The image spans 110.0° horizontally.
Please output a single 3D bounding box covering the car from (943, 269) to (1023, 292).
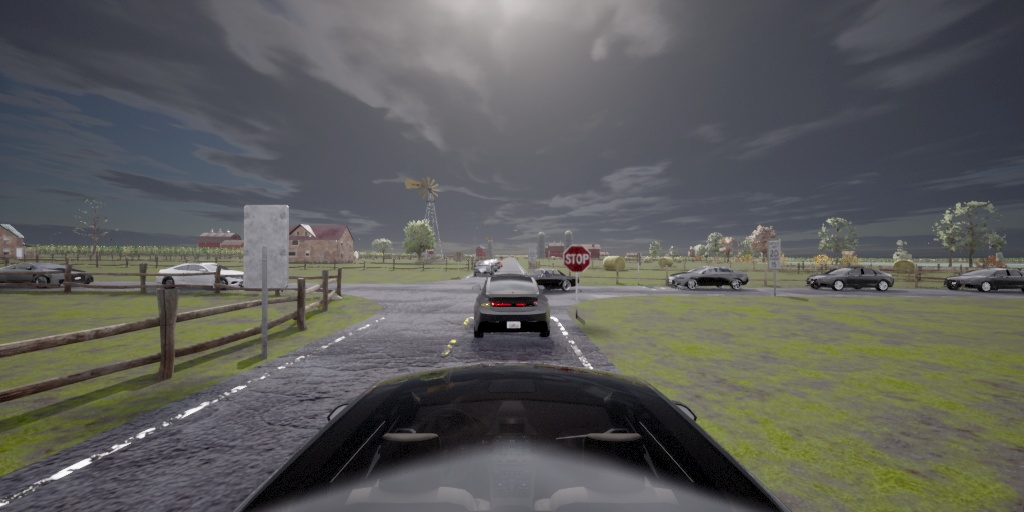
[{"bbox_3d":[31.712,1.587,23.791,4.892,1.490,1.837,1,-1,-1],"label":"car"}]

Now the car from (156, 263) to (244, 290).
[{"bbox_3d":[-17.236,1.103,20.204,4.674,1.442,1.812,1,-1,-1],"label":"car"}]

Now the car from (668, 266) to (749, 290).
[{"bbox_3d":[12.808,1.397,23.508,4.902,1.511,2.128,1,-1,-2],"label":"car"}]

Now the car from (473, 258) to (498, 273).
[{"bbox_3d":[-2.843,1.243,36.927,2.128,1.511,4.902,0,0,0],"label":"car"}]

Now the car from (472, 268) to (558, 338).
[{"bbox_3d":[-0.070,1.256,10.239,1.837,1.490,4.892,0,0,-3],"label":"car"}]

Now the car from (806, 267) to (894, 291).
[{"bbox_3d":[22.209,1.499,23.674,4.892,1.490,1.837,1,-1,-1],"label":"car"}]

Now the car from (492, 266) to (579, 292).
[{"bbox_3d":[1.507,1.369,20.284,4.718,1.301,1.895,1,0,-35],"label":"car"}]

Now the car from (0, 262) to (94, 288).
[{"bbox_3d":[-26.356,1.048,20.086,4.181,1.385,1.994,1,-1,-1],"label":"car"}]

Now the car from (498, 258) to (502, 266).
[{"bbox_3d":[-2.832,1.241,46.373,2.128,1.511,4.902,0,0,0],"label":"car"}]
